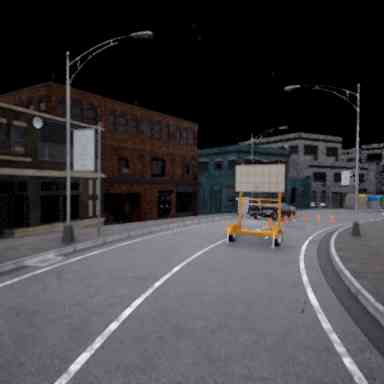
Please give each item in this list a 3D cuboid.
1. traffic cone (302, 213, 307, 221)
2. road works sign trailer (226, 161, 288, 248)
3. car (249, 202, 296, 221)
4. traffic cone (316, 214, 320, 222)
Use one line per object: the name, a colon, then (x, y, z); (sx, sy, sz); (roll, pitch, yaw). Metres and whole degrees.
traffic cone: (8.992, 1.982, 26.517); (0.340, 0.580, 0.340); (1, 1, 30)
road works sign trailer: (3.095, 0.453, 15.013); (2.380, 3.560, 2.880); (1, 0, 31)
car: (6.772, 1.522, 27.326); (2.033, 1.411, 5.357); (1, 1, 40)
traffic cone: (9.859, 2.005, 26.019); (0.340, 0.580, 0.340); (1, 0, 30)
